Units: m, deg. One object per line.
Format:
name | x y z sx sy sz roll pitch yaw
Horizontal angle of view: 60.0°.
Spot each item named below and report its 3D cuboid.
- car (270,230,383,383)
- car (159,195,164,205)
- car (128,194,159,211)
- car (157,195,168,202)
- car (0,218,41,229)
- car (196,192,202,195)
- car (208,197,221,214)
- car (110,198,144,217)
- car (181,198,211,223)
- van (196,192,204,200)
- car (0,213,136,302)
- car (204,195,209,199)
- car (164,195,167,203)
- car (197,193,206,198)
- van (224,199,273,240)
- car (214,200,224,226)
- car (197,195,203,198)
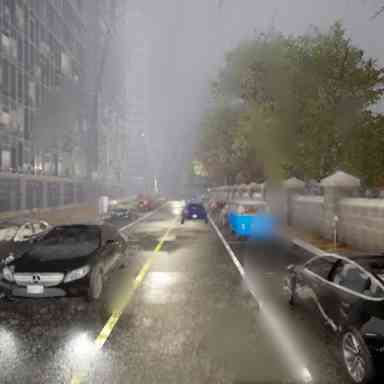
car | 2.716 1.544 5.065 1.947 1.339 4.313 0 0 0
car | -5.534 1.311 49.110 1.752 1.417 4.829 0 0 -1
car | -5.427 1.151 37.996 2.192 1.841 5.009 0 0 0
car | -5.824 1.250 66.213 1.887 1.381 4.507 0 0 -1
car | -5.436 1.508 9.822 2.008 1.369 4.403 0 0 0
car | 2.330 1.227 67.063 1.752 1.417 4.829 0 0 -1
car | 2.770 1.440 33.168 1.802 1.307 4.206 0 0 0
car | -5.383 1.436 26.717 2.008 1.369 4.403 0 0 0
car | 0.175 1.422 24.289 1.812 1.442 4.674 0 0 0
van | 1.911 0.989 78.134 1.690 1.788 3.998 0 0 -2
car | -2.799 1.489 8.317 1.812 1.442 4.674 0 0 1
car | 2.738 1.384 38.788 2.008 1.369 4.403 0 0 0
car | -5.709 1.258 60.401 1.752 1.417 4.829 0 0 -1
car | 2.446 1.280 61.270 2.008 1.369 4.403 0 0 -1
van | 2.765 1.272 16.313 1.690 1.788 3.998 0 0 0
car | 2.784 1.458 21.931 2.008 1.369 4.403 0 0 0
car | 0.098 1.419 42.054 1.895 1.301 4.718 0 0 0
